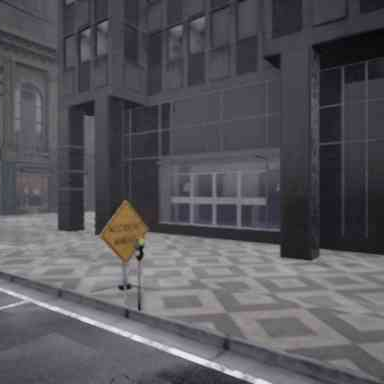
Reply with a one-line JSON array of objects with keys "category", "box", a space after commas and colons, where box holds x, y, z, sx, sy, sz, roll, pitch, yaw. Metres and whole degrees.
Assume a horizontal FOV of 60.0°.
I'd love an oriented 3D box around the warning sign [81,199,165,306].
[{"category": "warning sign", "box": [-1.373, 1.097, 6.770, 1.060, 1.860, 1.300, 0, 0, 36]}]
